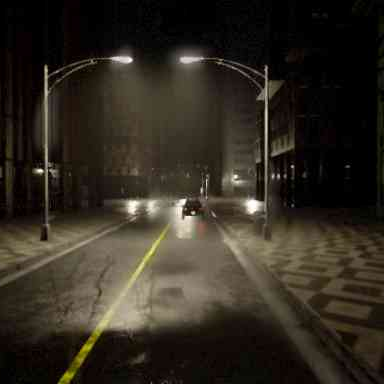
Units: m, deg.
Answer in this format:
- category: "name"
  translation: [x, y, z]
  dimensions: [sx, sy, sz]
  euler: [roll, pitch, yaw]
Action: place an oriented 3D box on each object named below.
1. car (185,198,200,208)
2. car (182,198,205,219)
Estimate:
- category: "car"
  translation: [0.102, 1.440, 44.827]
  dimensions: [1.895, 1.301, 4.718]
  euler: [0, 0, 0]
- category: "car"
  translation: [0.101, 1.423, 27.548]
  dimensions: [1.812, 1.442, 4.674]
  euler: [0, 0, 0]
